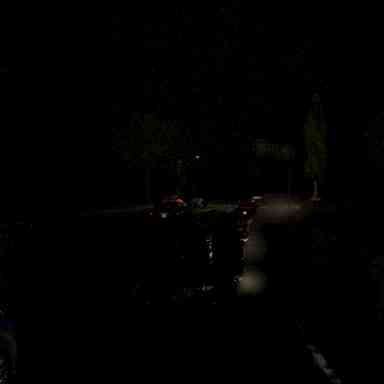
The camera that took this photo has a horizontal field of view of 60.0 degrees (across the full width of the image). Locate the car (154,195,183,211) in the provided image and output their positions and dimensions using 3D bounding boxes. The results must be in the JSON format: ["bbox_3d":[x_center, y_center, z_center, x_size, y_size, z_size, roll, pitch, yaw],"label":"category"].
[{"bbox_3d":[-2.872,1.322,41.771,2.097,1.767,4.553,0,0,19],"label":"car"}]

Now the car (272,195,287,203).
[{"bbox_3d":[16.190,1.237,61.330,1.994,1.385,4.181,-1,0,27],"label":"car"}]

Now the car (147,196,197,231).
[{"bbox_3d":[-1.230,1.361,20.681,2.097,1.767,4.553,0,0,9],"label":"car"}]

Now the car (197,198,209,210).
[{"bbox_3d":[0.690,1.499,42.162,1.994,1.385,4.181,0,0,19],"label":"car"}]

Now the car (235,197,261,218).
[{"bbox_3d":[4.950,1.457,29.873,1.837,1.490,4.892,0,0,14],"label":"car"}]

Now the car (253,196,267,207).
[{"bbox_3d":[9.519,1.305,47.613,2.128,1.511,4.902,-1,0,23],"label":"car"}]

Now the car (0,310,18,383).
[{"bbox_3d":[-3.009,1.354,1.888,2.097,1.767,4.553,0,0,1],"label":"car"}]
